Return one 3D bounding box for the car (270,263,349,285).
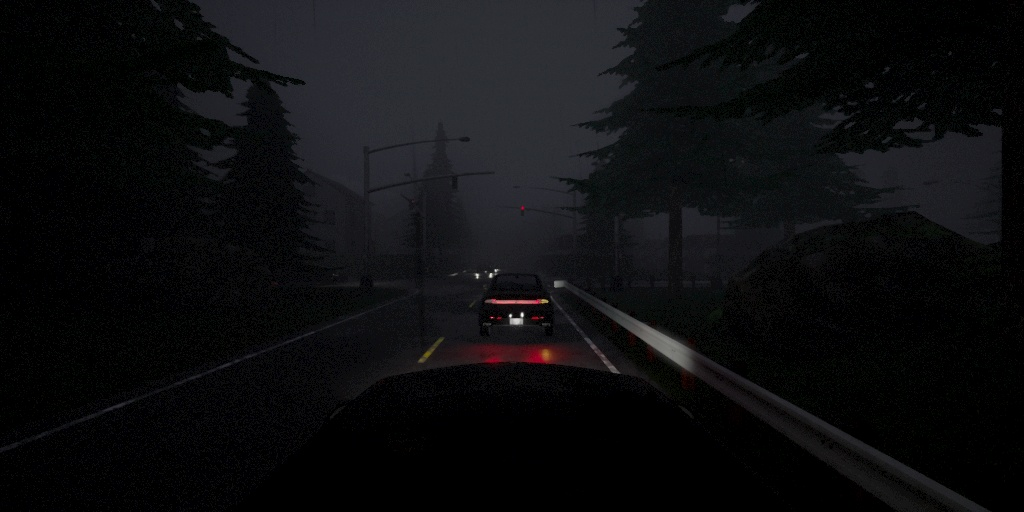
[{"bbox_3d":[-14.147,1.210,25.247,5.008,1.535,1.882,0,0,1],"label":"car"}]

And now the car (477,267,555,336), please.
[{"bbox_3d":[0.134,1.241,10.395,2.128,1.511,4.902,0,0,1],"label":"car"}]

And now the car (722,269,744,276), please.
[{"bbox_3d":[19.418,1.333,28.407,4.718,1.301,1.895,0,0,0],"label":"car"}]

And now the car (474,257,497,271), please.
[{"bbox_3d":[-3.224,1.224,44.079,1.882,1.535,5.008,0,0,1],"label":"car"}]
